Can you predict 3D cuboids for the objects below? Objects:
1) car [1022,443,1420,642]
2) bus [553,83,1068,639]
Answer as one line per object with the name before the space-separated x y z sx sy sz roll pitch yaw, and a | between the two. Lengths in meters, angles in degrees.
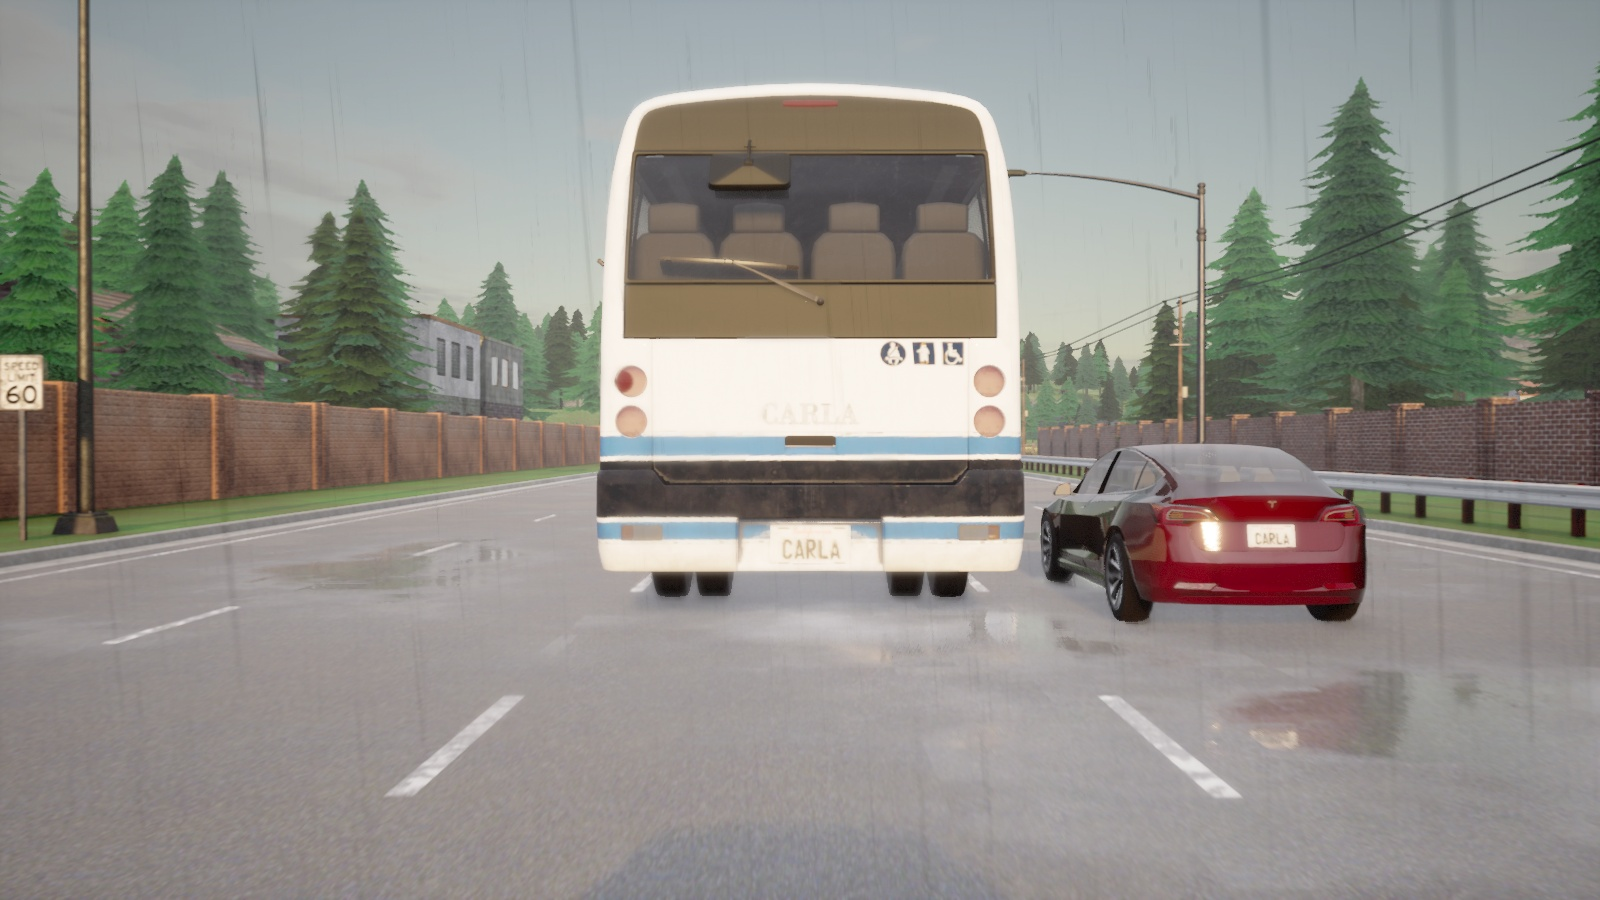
car | 3.592 0.684 11.850 2.163 1.488 4.792 0 0 0
bus | 0.112 -0.711 14.764 3.944 4.253 10.273 0 0 0
